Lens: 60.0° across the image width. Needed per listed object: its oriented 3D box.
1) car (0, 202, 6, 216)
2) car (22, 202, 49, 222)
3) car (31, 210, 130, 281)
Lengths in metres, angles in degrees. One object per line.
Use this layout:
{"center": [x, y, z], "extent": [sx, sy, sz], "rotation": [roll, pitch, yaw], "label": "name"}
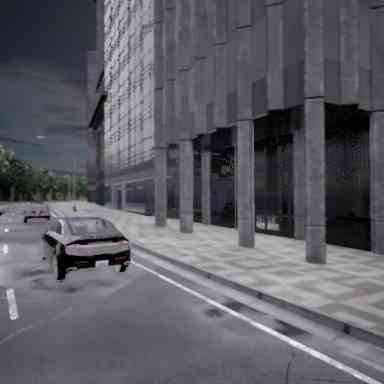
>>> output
{"center": [-19.081, 1.573, 31.958], "extent": [1.895, 1.301, 4.718], "rotation": [0, 0, -25], "label": "car"}
{"center": [-12.201, 1.520, 26.066], "extent": [2.033, 1.411, 5.357], "rotation": [0, 0, -27], "label": "car"}
{"center": [-3.393, 1.494, 10.062], "extent": [2.128, 1.511, 4.902], "rotation": [0, 0, -31], "label": "car"}
